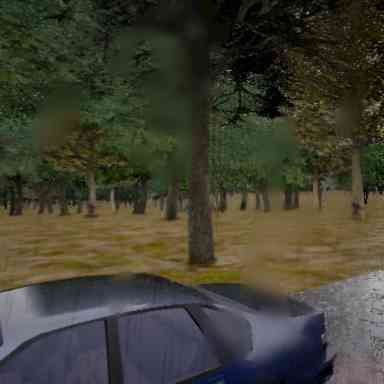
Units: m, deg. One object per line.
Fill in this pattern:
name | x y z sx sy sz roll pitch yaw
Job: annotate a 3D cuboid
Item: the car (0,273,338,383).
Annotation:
car | -1.030 1.518 2.724 5.357 1.411 2.033 0 0 -35
